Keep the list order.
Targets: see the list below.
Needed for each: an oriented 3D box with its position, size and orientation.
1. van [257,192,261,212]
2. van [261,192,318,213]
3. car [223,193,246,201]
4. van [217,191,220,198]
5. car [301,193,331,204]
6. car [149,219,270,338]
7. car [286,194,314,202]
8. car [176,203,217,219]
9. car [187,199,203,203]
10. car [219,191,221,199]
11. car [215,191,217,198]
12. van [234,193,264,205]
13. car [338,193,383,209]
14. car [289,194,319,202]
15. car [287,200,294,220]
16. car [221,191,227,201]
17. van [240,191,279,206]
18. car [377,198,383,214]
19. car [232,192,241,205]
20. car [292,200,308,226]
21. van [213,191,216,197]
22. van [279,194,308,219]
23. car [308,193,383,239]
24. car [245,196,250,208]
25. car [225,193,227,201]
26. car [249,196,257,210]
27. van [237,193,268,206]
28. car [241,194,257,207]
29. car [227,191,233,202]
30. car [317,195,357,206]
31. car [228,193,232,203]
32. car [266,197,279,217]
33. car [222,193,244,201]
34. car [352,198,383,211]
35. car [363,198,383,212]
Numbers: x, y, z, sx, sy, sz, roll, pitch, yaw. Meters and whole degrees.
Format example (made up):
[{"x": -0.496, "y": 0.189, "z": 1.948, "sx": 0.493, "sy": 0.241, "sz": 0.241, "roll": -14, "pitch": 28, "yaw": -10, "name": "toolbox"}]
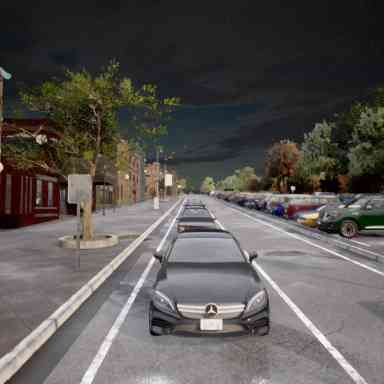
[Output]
[{"x": 9.301, "y": 1.221, "z": 33.833, "sx": 4.442, "sy": 1.987, "sz": 1.878, "roll": 0, "pitch": 0, "yaw": 0, "name": "van"}, {"x": 9.086, "y": 1.229, "z": 31.030, "sx": 4.442, "sy": 1.987, "sz": 1.878, "roll": 0, "pitch": 0, "yaw": 0, "name": "van"}, {"x": 8.921, "y": 1.037, "z": 70.280, "sx": 4.553, "sy": 1.767, "sz": 2.185, "roll": 0, "pitch": 1, "yaw": 0, "name": "car"}, {"x": 8.782, "y": 0.862, "z": 78.688, "sx": 4.442, "sy": 1.987, "sz": 1.878, "roll": 0, "pitch": 1, "yaw": 0, "name": "van"}, {"x": 22.131, "y": 1.134, "z": 59.605, "sx": 4.553, "sy": 1.767, "sz": 2.185, "roll": 0, "pitch": 1, "yaw": 0, "name": "car"}, {"x": 0.258, "y": 1.523, "z": 6.812, "sx": 1.812, "sy": 1.442, "sz": 4.674, "roll": 0, "pitch": 0, "yaw": 0, "name": "car"}, {"x": 22.053, "y": 1.186, "z": 67.933, "sx": 4.892, "sy": 1.521, "sz": 2.231, "roll": 0, "pitch": 1, "yaw": 0, "name": "car"}, {"x": 0.206, "y": 1.532, "z": 17.391, "sx": 2.033, "sy": 1.411, "sz": 5.357, "roll": 0, "pitch": 0, "yaw": 0, "name": "car"}, {"x": 0.241, "y": 1.442, "z": 29.838, "sx": 2.128, "sy": 1.511, "sz": 4.902, "roll": 0, "pitch": 0, "yaw": 0, "name": "car"}, {"x": 8.942, "y": 0.936, "z": 67.475, "sx": 5.566, "sy": 2.045, "sz": 2.435, "roll": 0, "pitch": 1, "yaw": 0, "name": "car"}, {"x": 8.875, "y": 1.062, "z": 81.493, "sx": 5.008, "sy": 1.535, "sz": 2.097, "roll": 0, "pitch": 1, "yaw": 0, "name": "car"}, {"x": 9.176, "y": 1.087, "z": 53.461, "sx": 4.442, "sy": 1.987, "sz": 1.878, "roll": 0, "pitch": 1, "yaw": 0, "name": "van"}, {"x": 22.178, "y": 1.152, "z": 42.949, "sx": 5.566, "sy": 2.045, "sz": 2.435, "roll": 0, "pitch": 0, "yaw": 0, "name": "car"}, {"x": 21.880, "y": 1.207, "z": 65.155, "sx": 5.366, "sy": 1.575, "sz": 1.946, "roll": 0, "pitch": 1, "yaw": 0, "name": "car"}, {"x": 9.259, "y": 1.505, "z": 22.618, "sx": 4.674, "sy": 1.452, "sz": 2.002, "roll": 0, "pitch": 0, "yaw": 0, "name": "car"}, {"x": 8.960, "y": 0.961, "z": 64.672, "sx": 5.566, "sy": 2.045, "sz": 2.435, "roll": 0, "pitch": 1, "yaw": 0, "name": "car"}, {"x": 9.230, "y": 1.162, "z": 45.053, "sx": 4.442, "sy": 1.987, "sz": 1.878, "roll": 0, "pitch": 0, "yaw": 0, "name": "van"}, {"x": 22.444, "y": 1.443, "z": 34.622, "sx": 5.366, "sy": 1.575, "sz": 1.946, "roll": 0, "pitch": 0, "yaw": 0, "name": "car"}, {"x": 9.067, "y": 1.112, "z": 47.853, "sx": 5.566, "sy": 2.045, "sz": 2.435, "roll": 0, "pitch": 1, "yaw": 0, "name": "car"}, {"x": 9.089, "y": 1.465, "z": 19.813, "sx": 5.366, "sy": 1.575, "sz": 1.946, "roll": 0, "pitch": 0, "yaw": 0, "name": "car"}, {"x": 8.710, "y": 0.762, "z": 89.900, "sx": 4.442, "sy": 1.987, "sz": 1.878, "roll": 0, "pitch": 1, "yaw": 0, "name": "van"}, {"x": 9.355, "y": 1.236, "z": 25.421, "sx": 4.442, "sy": 1.987, "sz": 1.878, "roll": 0, "pitch": 0, "yaw": 0, "name": "van"}, {"x": 9.264, "y": 1.220, "z": 17.011, "sx": 5.566, "sy": 2.045, "sz": 2.435, "roll": 0, "pitch": 0, "yaw": 0, "name": "car"}, {"x": 9.146, "y": 1.464, "z": 39.444, "sx": 4.674, "sy": 1.452, "sz": 2.002, "roll": 0, "pitch": 0, "yaw": 0, "name": "car"}, {"x": 9.003, "y": 1.278, "z": 61.872, "sx": 4.674, "sy": 1.452, "sz": 2.002, "roll": 0, "pitch": 1, "yaw": 0, "name": "car"}, {"x": 9.196, "y": 1.469, "z": 36.636, "sx": 4.792, "sy": 1.488, "sz": 2.163, "roll": 0, "pitch": 0, "yaw": 0, "name": "car"}, {"x": 9.194, "y": 1.112, "z": 50.658, "sx": 4.442, "sy": 1.987, "sz": 1.878, "roll": 0, "pitch": 1, "yaw": 0, "name": "van"}, {"x": 9.137, "y": 1.407, "z": 42.247, "sx": 4.892, "sy": 1.521, "sz": 2.231, "roll": 0, "pitch": 0, "yaw": 0, "name": "car"}, {"x": 9.055, "y": 1.137, "z": 59.067, "sx": 4.553, "sy": 1.767, "sz": 2.185, "roll": 0, "pitch": 1, "yaw": 0, "name": "car"}, {"x": 22.340, "y": 1.331, "z": 51.279, "sx": 5.366, "sy": 1.575, "sz": 1.946, "roll": 0, "pitch": 1, "yaw": 0, "name": "car"}, {"x": 9.035, "y": 1.289, "z": 56.266, "sx": 4.892, "sy": 1.521, "sz": 2.231, "roll": 0, "pitch": 1, "yaw": 0, "name": "car"}, {"x": 9.215, "y": 1.459, "z": 28.224, "sx": 5.008, "sy": 1.535, "sz": 2.097, "roll": 0, "pitch": 0, "yaw": 0, "name": "car"}, {"x": 8.903, "y": 1.012, "z": 73.083, "sx": 4.553, "sy": 1.767, "sz": 2.185, "roll": 0, "pitch": 1, "yaw": 0, "name": "car"}, {"x": 22.253, "y": 1.450, "z": 40.176, "sx": 4.792, "sy": 1.488, "sz": 2.163, "roll": 0, "pitch": 0, "yaw": 0, "name": "car"}, {"x": 22.213, "y": 1.467, "z": 37.393, "sx": 4.792, "sy": 1.488, "sz": 2.163, "roll": 0, "pitch": 0, "yaw": 0, "name": "car"}]
